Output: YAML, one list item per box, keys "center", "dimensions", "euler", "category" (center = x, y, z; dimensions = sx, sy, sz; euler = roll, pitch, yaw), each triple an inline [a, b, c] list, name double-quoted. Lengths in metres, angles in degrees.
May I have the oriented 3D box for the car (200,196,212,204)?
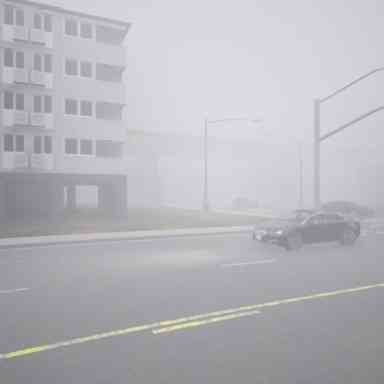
- center: [2.698, 1.548, 64.691]
  dimensions: [2.033, 1.411, 5.357]
  euler: [0, 0, 10]
  category: "car"

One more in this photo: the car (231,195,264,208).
- center: [7.167, 1.506, 45.180]
  dimensions: [1.837, 1.490, 4.892]
  euler: [0, 0, -25]
  category: "car"

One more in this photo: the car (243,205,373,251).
- center: [4.810, 1.491, 13.884]
  dimensions: [4.902, 1.511, 2.128]
  euler: [0, 0, -25]
  category: "car"

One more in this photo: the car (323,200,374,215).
- center: [14.118, 1.507, 30.403]
  dimensions: [1.837, 1.490, 4.892]
  euler: [0, -1, -25]
  category: "car"
